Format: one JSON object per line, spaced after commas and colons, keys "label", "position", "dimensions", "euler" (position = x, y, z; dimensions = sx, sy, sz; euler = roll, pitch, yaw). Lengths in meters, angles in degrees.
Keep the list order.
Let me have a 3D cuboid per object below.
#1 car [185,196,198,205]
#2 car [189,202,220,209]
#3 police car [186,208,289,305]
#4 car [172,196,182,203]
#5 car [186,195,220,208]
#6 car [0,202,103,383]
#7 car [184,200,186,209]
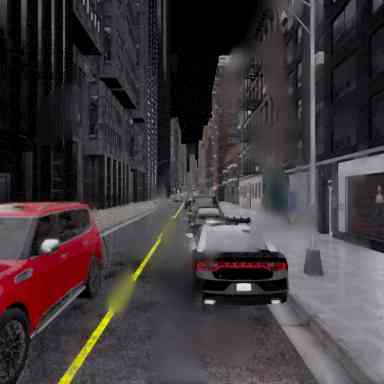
{"label": "car", "position": [-0.082, 1.535, 60.032], "dimensions": [2.128, 1.511, 4.902], "euler": [0, 0, 0]}
{"label": "car", "position": [0.875, 1.517, 18.188], "dimensions": [1.837, 1.490, 4.892], "euler": [0, 0, 0]}
{"label": "police car", "position": [0.888, 1.431, 8.298], "dimensions": [1.930, 1.638, 5.238], "euler": [0, 0, 0]}
{"label": "car", "position": [-3.097, 1.615, 71.212], "dimensions": [1.994, 1.385, 4.181], "euler": [0, 0, 0]}
{"label": "car", "position": [0.867, 1.242, 24.219], "dimensions": [2.150, 2.045, 5.566], "euler": [0, 0, 0]}
{"label": "car", "position": [-3.108, 1.225, 5.520], "dimensions": [2.150, 2.045, 5.566], "euler": [0, 0, 0]}
{"label": "car", "position": [-0.053, 1.539, 45.728], "dimensions": [1.837, 1.490, 4.892], "euler": [0, 0, 0]}
